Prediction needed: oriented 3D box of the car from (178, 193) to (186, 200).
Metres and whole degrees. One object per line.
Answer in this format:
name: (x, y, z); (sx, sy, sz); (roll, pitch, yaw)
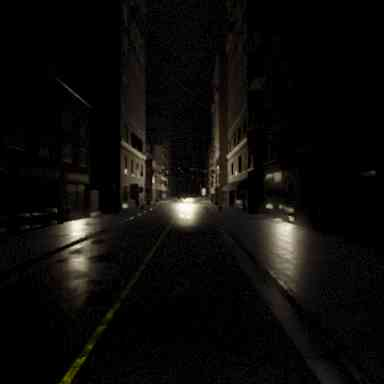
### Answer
car: (-2.960, 1.283, 94.934); (2.150, 2.045, 5.566); (0, 0, 0)
